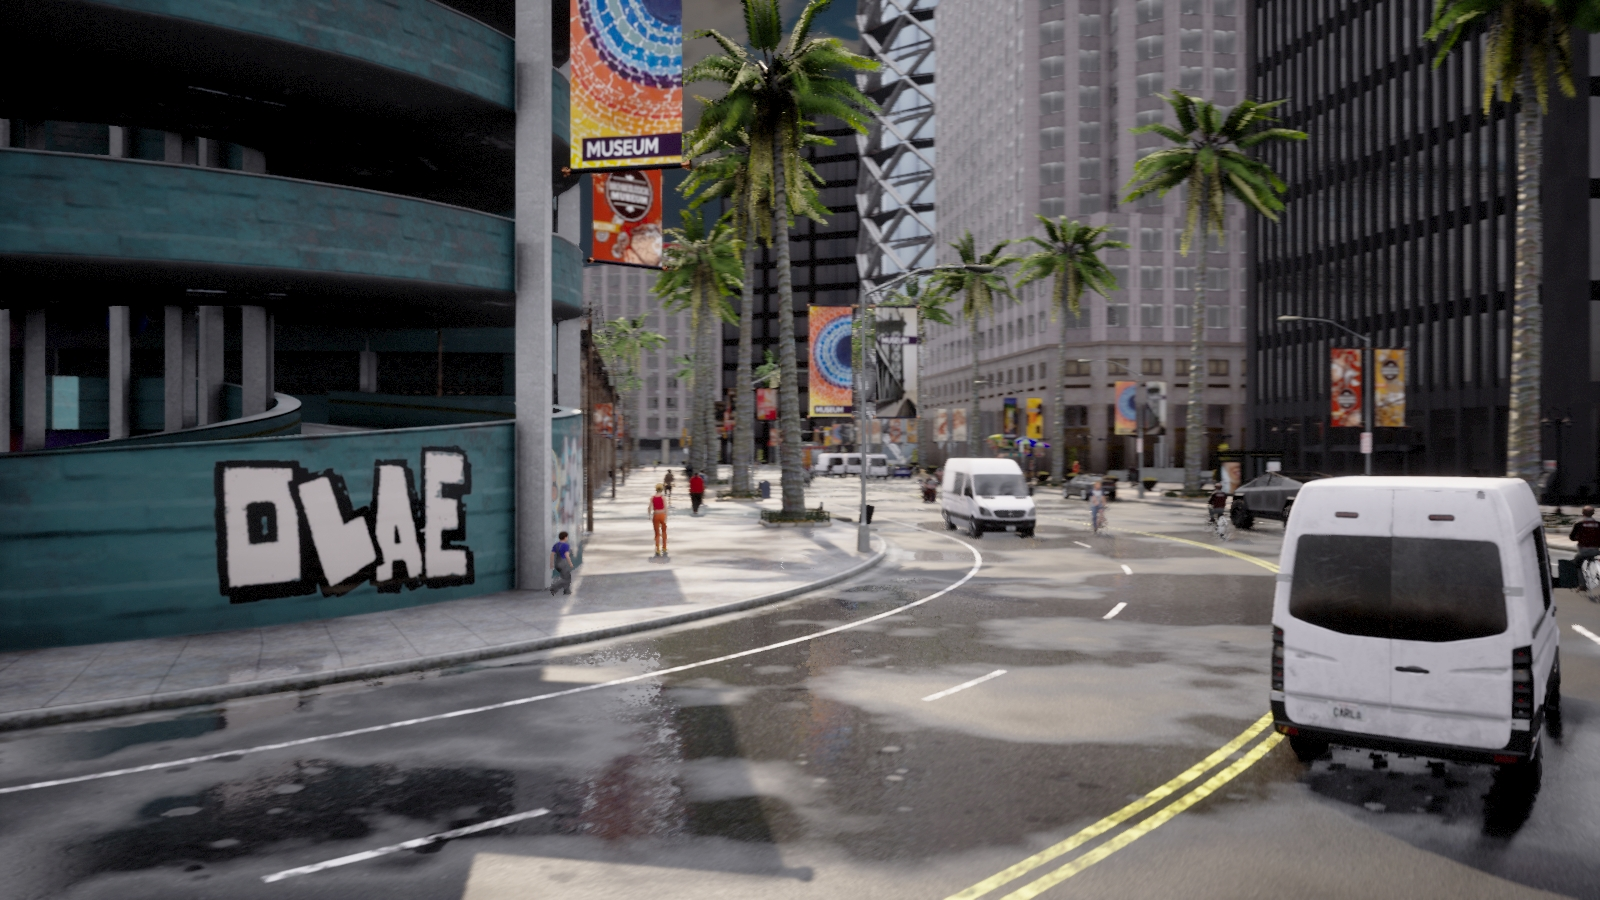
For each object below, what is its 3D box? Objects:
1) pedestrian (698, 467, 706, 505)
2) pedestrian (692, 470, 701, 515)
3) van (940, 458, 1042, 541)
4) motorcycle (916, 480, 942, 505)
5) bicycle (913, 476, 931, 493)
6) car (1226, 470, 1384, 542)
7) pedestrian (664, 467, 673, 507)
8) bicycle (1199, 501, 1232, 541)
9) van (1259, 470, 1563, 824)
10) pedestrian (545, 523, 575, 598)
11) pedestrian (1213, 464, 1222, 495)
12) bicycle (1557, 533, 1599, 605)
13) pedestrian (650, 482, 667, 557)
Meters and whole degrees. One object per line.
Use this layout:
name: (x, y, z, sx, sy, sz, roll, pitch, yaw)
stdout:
pedestrian: (-4.772, 1.761, 55.739, 0.375, 1.860, 0.375, 0, 0, 1)
pedestrian: (-4.333, 1.754, 47.727, 0.375, 1.860, 0.375, 0, 0, -3)
van: (6.316, 1.572, 38.570, 1.988, 2.561, 5.915, 0, 0, -5)
motorcycle: (6.927, 2.267, 61.368, 0.867, 1.251, 2.209, 0, 0, -8)
bicycle: (8.292, 2.334, 77.533, 0.859, 1.080, 1.487, 0, 0, -8)
car: (16.686, 1.782, 38.252, 2.390, 2.098, 6.274, 0, 0, -2)
pedestrian: (-6.263, 1.761, 54.372, 0.375, 1.860, 0.375, 0, 0, -8)
bicycle: (13.224, 2.240, 36.403, 0.329, 1.171, 1.835, 0, 0, -1)
van: (6.452, 1.542, 11.610, 1.988, 2.561, 5.915, 0, 0, 35)
pedestrian: (-4.369, 2.003, 20.788, 0.375, 1.300, 0.375, 0, 0, 40)
pedestrian: (24.885, 1.754, 68.155, 0.375, 1.860, 0.375, 0, 0, -8)
bicycle: (14.826, 2.222, 21.618, 0.329, 1.171, 1.835, -1, 0, 18)
pedestrian: (-3.544, 1.731, 28.697, 0.375, 1.860, 0.375, 0, 0, 1)
